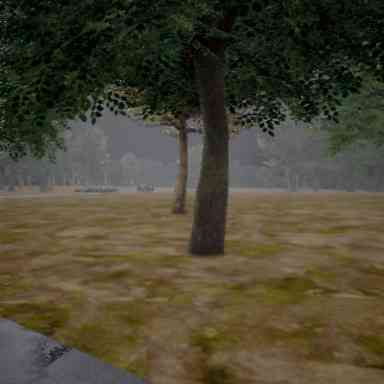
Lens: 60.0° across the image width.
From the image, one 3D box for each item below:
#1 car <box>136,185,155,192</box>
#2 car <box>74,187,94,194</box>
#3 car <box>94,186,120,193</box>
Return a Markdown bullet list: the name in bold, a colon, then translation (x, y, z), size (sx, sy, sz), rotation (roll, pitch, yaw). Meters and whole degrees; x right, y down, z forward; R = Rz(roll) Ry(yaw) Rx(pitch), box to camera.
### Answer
- **car**: translation (-10.599, -0.812, 76.107), size (1.837, 1.490, 4.892), rotation (0, 1, 34)
- **car**: translation (-21.044, -0.356, 66.068), size (1.895, 1.301, 4.718), rotation (0, 1, 34)
- **car**: translation (-16.714, -0.505, 67.106), size (1.812, 1.442, 4.674), rotation (0, 1, 35)
